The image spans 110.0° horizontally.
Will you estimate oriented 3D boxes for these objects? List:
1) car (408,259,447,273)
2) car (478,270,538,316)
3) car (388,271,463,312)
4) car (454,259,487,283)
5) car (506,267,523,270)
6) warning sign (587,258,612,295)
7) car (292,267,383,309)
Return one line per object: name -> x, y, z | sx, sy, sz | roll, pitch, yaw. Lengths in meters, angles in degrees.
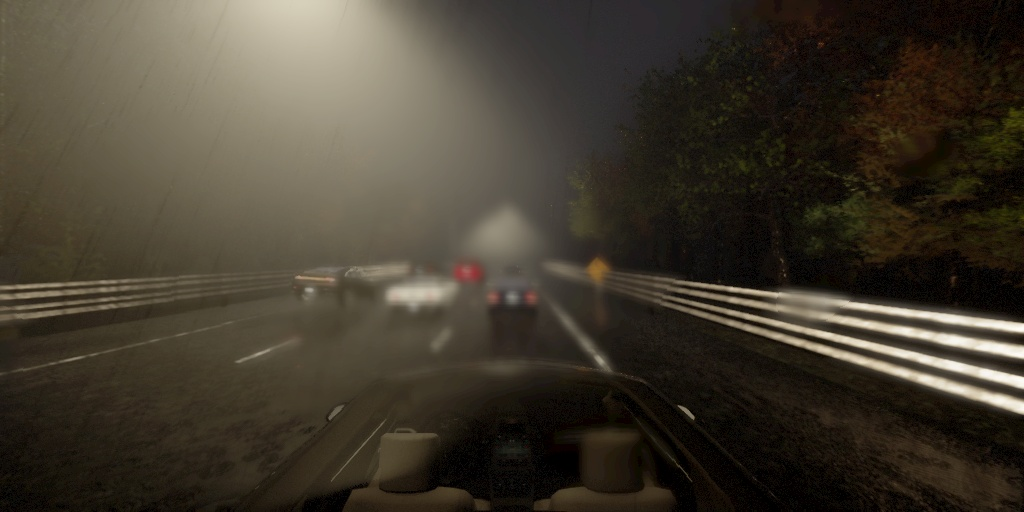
car -> -6.798, 1.265, 29.246 | 2.150, 2.045, 5.566 | 0, 0, 1
car -> 0.042, 1.431, 14.167 | 2.033, 1.411, 5.357 | 0, -1, 1
car -> -3.443, 1.493, 14.916 | 1.895, 1.301, 4.718 | 0, -1, 1
car -> -3.297, 1.263, 29.210 | 2.150, 2.045, 5.566 | 0, 0, 1
car -> 0.201, 1.584, 29.108 | 2.033, 1.411, 5.357 | 0, -1, 1
warning sign -> 4.616, 1.046, 18.828 | 1.300, 1.860, 1.060 | 0, 0, 1
car -> -6.955, 1.270, 14.942 | 2.128, 1.511, 4.902 | 3, -6, 1
